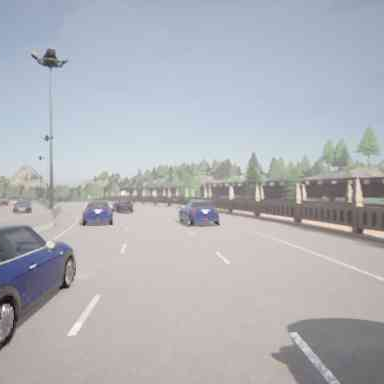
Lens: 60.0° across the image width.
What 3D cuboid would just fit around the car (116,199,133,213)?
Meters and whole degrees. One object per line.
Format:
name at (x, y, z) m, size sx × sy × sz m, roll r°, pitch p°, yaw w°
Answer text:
car at (-8.193, 1.582, 39.046) m, size 2.128 × 1.511 × 4.902 m, roll 0°, pitch 0°, yaw -23°

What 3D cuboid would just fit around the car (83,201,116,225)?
car at (-7.111, 1.424, 25.281) m, size 2.097 × 1.767 × 4.553 m, roll 0°, pitch 0°, yaw -15°

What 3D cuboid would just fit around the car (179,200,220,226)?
car at (0.409, 1.372, 24.151) m, size 2.097 × 1.767 × 4.553 m, roll 0°, pitch 0°, yaw -13°

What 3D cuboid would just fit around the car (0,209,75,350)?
car at (-3.825, 1.379, 6.349) m, size 2.097 × 1.767 × 4.553 m, roll 0°, pitch 0°, yaw -3°

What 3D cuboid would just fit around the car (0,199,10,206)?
car at (-34.185, 1.929, 60.425) m, size 1.895 × 1.301 × 4.718 m, roll -1°, pitch 0°, yaw -27°

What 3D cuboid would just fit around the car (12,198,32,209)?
car at (-19.642, 1.715, 38.685) m, size 1.812 × 1.442 × 4.674 m, roll 0°, pitch 0°, yaw -25°
